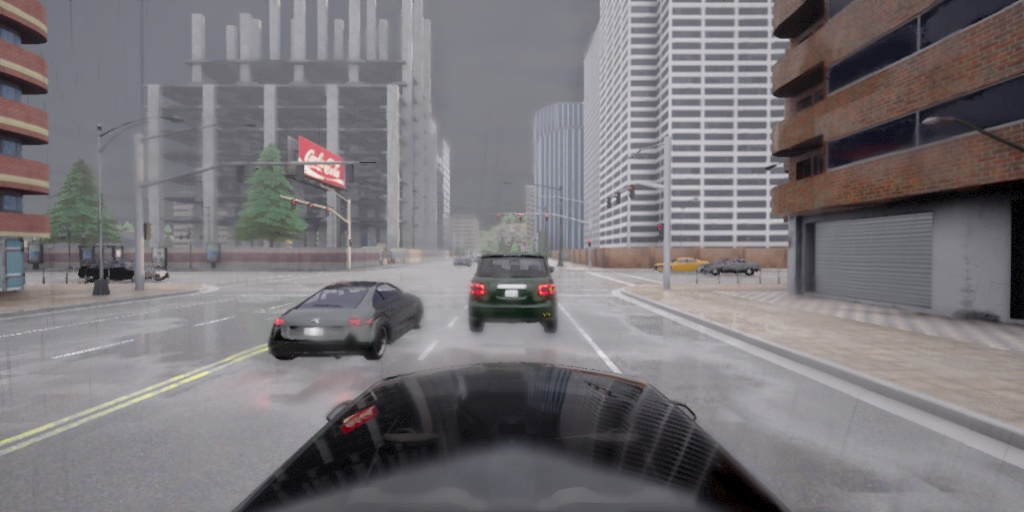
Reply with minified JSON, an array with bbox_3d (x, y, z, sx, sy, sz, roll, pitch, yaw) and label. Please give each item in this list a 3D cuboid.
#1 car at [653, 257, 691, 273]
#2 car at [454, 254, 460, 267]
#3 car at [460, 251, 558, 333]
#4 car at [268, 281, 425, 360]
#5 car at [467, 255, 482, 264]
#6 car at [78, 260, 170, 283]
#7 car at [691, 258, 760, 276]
[{"bbox_3d":[16.300,0.893,34.741,5.008,1.535,1.882,-1,1,0],"label":"car"},{"bbox_3d":[-6.812,0.828,49.717,1.994,1.385,4.181,0,1,1],"label":"car"},{"bbox_3d":[0.102,0.883,10.535,2.150,2.045,5.566,0,1,2],"label":"car"},{"bbox_3d":[-3.375,1.249,8.152,1.994,1.385,4.181,0,1,0],"label":"car"},{"bbox_3d":[-6.687,0.605,64.594,2.128,1.511,4.902,0,1,1],"label":"car"},{"bbox_3d":[-25.914,1.013,24.057,4.902,1.511,2.128,0,1,0],"label":"car"},{"bbox_3d":[18.781,0.941,31.239,4.902,1.511,2.128,0,1,0],"label":"car"}]
